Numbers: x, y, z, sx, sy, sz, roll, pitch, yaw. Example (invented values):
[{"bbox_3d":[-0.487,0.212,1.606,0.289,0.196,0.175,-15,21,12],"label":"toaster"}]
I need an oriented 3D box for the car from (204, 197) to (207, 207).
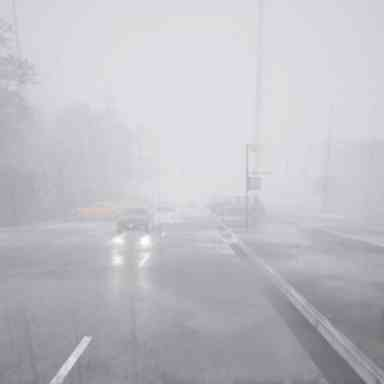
[{"bbox_3d":[4.710,1.592,43.814,5.566,2.045,2.435,0,-1,0],"label":"car"}]

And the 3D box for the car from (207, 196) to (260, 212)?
[{"bbox_3d":[4.715,1.482,35.405,5.566,2.045,2.435,0,-1,0],"label":"car"}]

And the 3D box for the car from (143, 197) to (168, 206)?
[{"bbox_3d":[-8.376,2.149,77.052,5.566,2.045,2.435,0,-1,0],"label":"car"}]

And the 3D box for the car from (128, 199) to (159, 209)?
[{"bbox_3d":[-8.358,2.063,57.681,5.008,1.535,2.097,0,-1,0],"label":"car"}]

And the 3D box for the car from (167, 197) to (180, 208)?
[{"bbox_3d":[-3.291,2.193,63.069,1.837,1.490,4.892,0,-1,0],"label":"car"}]

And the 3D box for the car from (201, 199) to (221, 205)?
[{"bbox_3d":[4.691,2.544,83.046,4.792,1.488,2.163,0,-1,0],"label":"car"}]

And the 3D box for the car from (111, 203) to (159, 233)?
[{"bbox_3d":[-3.350,1.637,20.558,1.837,1.490,4.892,0,0,0],"label":"car"}]

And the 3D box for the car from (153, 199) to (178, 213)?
[{"bbox_3d":[-3.339,1.897,42.828,2.033,1.411,5.357,0,-1,0],"label":"car"}]

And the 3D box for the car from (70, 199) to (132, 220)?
[{"bbox_3d":[-8.330,1.677,29.836,5.008,1.535,2.097,0,0,0],"label":"car"}]

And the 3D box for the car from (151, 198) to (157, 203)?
[{"bbox_3d":[-8.350,2.014,52.109,4.674,1.452,2.002,0,-1,0],"label":"car"}]

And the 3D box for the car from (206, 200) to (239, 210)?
[{"bbox_3d":[4.733,1.976,52.219,4.892,1.521,2.231,0,-1,0],"label":"car"}]

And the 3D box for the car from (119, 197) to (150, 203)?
[{"bbox_3d":[-8.310,1.718,43.760,4.553,1.767,2.185,0,-1,0],"label":"car"}]

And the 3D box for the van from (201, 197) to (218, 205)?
[{"bbox_3d":[4.761,2.450,91.459,4.442,1.987,1.878,0,-1,0],"label":"van"}]

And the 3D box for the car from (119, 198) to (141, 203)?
[{"bbox_3d":[-8.341,1.733,35.404,5.008,1.535,2.097,0,-1,0],"label":"car"}]

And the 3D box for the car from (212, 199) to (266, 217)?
[{"bbox_3d":[4.750,1.705,32.601,4.892,1.521,2.231,0,-1,0],"label":"car"}]

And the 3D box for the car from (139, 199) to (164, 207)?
[{"bbox_3d":[-8.382,2.248,68.819,5.008,1.535,2.097,0,-1,0],"label":"car"}]

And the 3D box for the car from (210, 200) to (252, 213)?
[{"bbox_3d":[4.735,1.803,41.006,4.892,1.521,2.231,0,-1,0],"label":"car"}]

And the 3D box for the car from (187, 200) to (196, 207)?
[{"bbox_3d":[-0.052,2.340,69.027,1.895,1.301,4.718,0,-1,0],"label":"car"}]

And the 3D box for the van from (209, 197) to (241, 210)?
[{"bbox_3d":[4.848,1.704,49.419,4.442,1.987,1.878,0,-1,0],"label":"van"}]

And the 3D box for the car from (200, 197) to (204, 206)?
[{"bbox_3d":[4.682,1.858,60.631,5.566,2.045,2.435,0,-1,0],"label":"car"}]

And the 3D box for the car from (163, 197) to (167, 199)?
[{"bbox_3d":[-8.353,1.948,66.037,5.566,2.045,2.435,0,-1,0],"label":"car"}]

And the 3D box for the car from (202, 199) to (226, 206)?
[{"bbox_3d":[4.691,2.300,71.839,5.008,1.535,2.097,0,-1,0],"label":"car"}]

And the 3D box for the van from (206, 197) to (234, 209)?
[{"bbox_3d":[4.606,1.794,55.024,4.442,1.987,1.878,0,-1,0],"label":"van"}]

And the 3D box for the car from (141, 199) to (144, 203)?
[{"bbox_3d":[-8.339,1.807,38.190,4.674,1.452,2.002,0,-1,0],"label":"car"}]

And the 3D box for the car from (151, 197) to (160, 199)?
[{"bbox_3d":[-8.172,2.016,54.895,5.366,1.575,1.946,0,-1,0],"label":"car"}]

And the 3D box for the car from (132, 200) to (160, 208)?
[{"bbox_3d":[-8.340,2.138,60.465,4.792,1.488,2.163,0,-1,0],"label":"car"}]

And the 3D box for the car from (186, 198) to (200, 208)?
[{"bbox_3d":[-0.031,2.107,58.942,1.837,1.490,4.892,0,-1,0],"label":"car"}]

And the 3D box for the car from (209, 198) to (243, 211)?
[{"bbox_3d":[4.767,1.759,46.613,4.553,1.767,2.185,0,-1,0],"label":"car"}]

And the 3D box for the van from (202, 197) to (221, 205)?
[{"bbox_3d":[4.785,2.235,80.248,4.442,1.987,1.878,0,-1,0],"label":"van"}]
